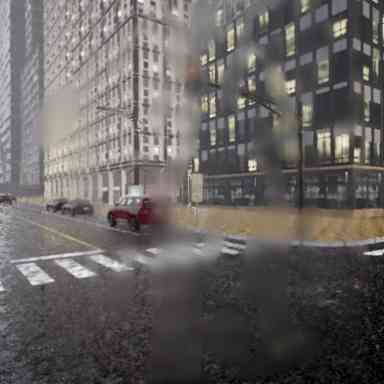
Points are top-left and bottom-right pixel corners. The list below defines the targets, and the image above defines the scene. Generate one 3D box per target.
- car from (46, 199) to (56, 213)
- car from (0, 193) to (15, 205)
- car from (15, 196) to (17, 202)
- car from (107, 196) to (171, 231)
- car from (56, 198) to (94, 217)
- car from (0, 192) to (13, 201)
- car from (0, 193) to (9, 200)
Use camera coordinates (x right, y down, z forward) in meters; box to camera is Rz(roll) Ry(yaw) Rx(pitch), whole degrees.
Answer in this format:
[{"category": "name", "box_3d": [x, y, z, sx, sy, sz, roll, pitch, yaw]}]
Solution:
[{"category": "car", "box_3d": [-12.915, 1.283, 32.566, 1.947, 1.339, 4.313, 1, 0, -36]}, {"category": "car", "box_3d": [-26.897, 1.079, 47.338, 1.837, 1.490, 4.892, 0, 1, -36]}, {"category": "car", "box_3d": [-32.516, 1.005, 59.472, 1.887, 1.381, 4.507, 1, 0, -36]}, {"category": "car", "box_3d": [-3.111, 1.155, 19.114, 2.192, 1.841, 5.009, 1, 0, -36]}, {"category": "car", "box_3d": [-9.648, 1.324, 28.082, 1.947, 1.339, 4.313, 1, 0, -36]}, {"category": "car", "box_3d": [-35.781, 0.857, 63.956, 1.967, 1.590, 4.097, 1, 0, -36]}, {"category": "car", "box_3d": [-39.049, 0.918, 68.440, 1.887, 1.381, 4.507, 1, 0, -36]}]
